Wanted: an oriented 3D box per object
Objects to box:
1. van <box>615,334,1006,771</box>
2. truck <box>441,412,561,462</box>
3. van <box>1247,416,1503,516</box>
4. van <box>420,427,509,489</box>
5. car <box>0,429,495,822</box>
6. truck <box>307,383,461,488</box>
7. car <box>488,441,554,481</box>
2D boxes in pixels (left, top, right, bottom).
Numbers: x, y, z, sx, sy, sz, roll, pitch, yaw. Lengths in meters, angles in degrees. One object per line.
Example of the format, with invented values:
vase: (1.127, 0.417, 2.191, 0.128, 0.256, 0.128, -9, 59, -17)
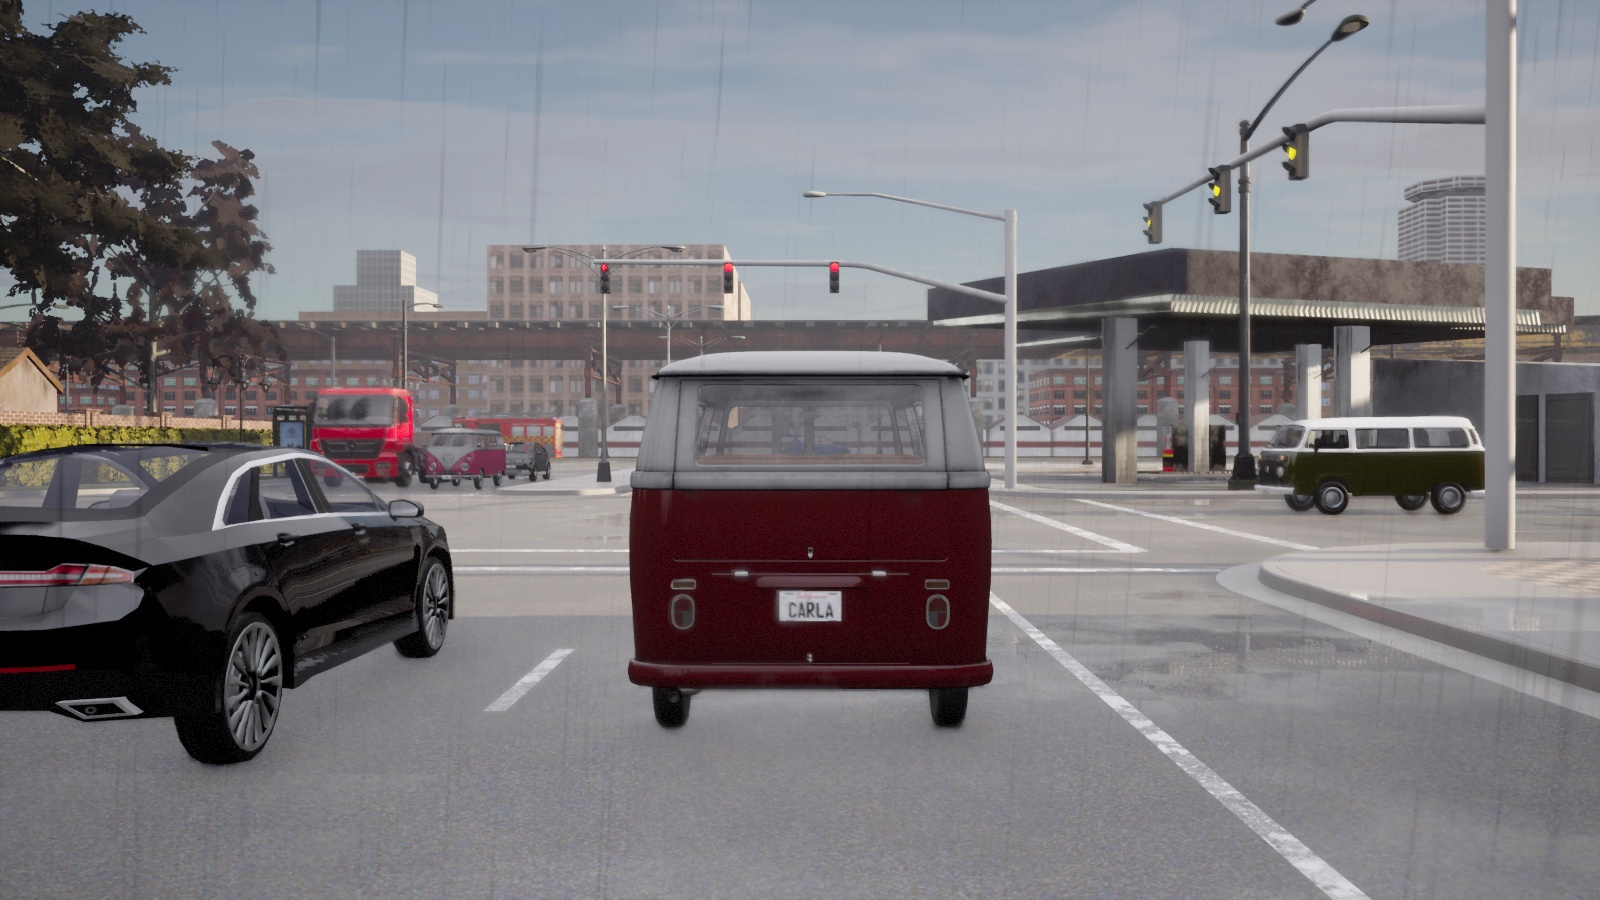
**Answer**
van: (0.061, 0.454, 7.931, 1.775, 1.987, 4.442, 0, 0, 0)
truck: (-22.927, -0.982, 96.576, 8.468, 3.827, 2.891, 0, 0, 1)
van: (12.091, 0.329, 26.639, 4.480, 2.038, 2.069, 0, 0, -1)
van: (-11.240, 0.251, 42.333, 1.775, 1.987, 4.442, 0, 0, 0)
car: (-3.443, 0.659, 7.278, 2.128, 1.511, 4.902, 0, 0, 0)
truck: (-14.768, -0.503, 45.326, 2.891, 3.462, 7.936, 0, 0, 0)
car: (-11.192, 0.431, 50.571, 1.789, 1.549, 3.705, 0, 0, 0)
